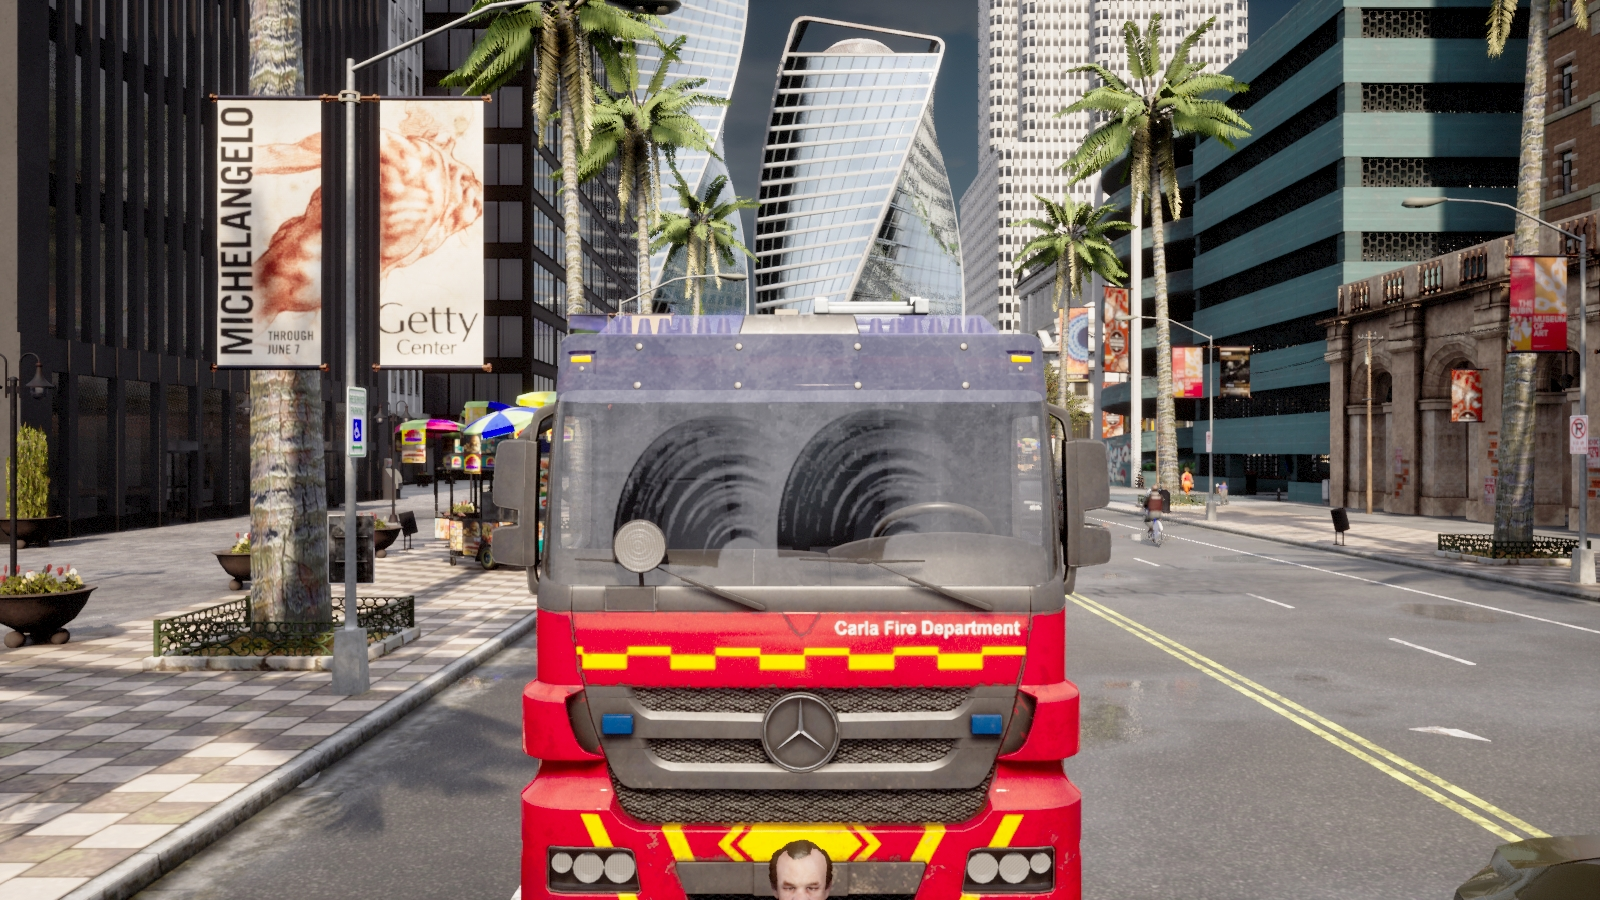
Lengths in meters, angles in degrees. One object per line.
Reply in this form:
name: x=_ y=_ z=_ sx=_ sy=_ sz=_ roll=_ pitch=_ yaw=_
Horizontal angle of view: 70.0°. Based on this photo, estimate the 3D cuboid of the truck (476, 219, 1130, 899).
truck: x=0.019 y=0.890 z=9.289 sx=2.891 sy=3.827 sz=8.468 roll=0 pitch=0 yaw=0

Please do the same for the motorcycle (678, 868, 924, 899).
motorcycle: x=0.003 y=2.182 z=3.373 sx=0.856 sy=1.236 sz=1.805 roll=0 pitch=0 yaw=0

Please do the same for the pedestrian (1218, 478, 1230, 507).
pedestrian: x=19.746 y=1.976 z=53.183 sx=0.375 sy=1.300 sz=0.375 roll=0 pitch=0 yaw=-5

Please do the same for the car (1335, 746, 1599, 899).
car: x=3.504 y=2.061 z=2.660 sx=2.231 sy=1.480 sz=4.892 roll=0 pitch=0 yaw=0

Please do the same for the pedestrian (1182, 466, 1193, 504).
pedestrian: x=18.765 y=1.696 z=55.327 sx=0.375 sy=1.860 sz=0.375 roll=0 pitch=0 yaw=-3
